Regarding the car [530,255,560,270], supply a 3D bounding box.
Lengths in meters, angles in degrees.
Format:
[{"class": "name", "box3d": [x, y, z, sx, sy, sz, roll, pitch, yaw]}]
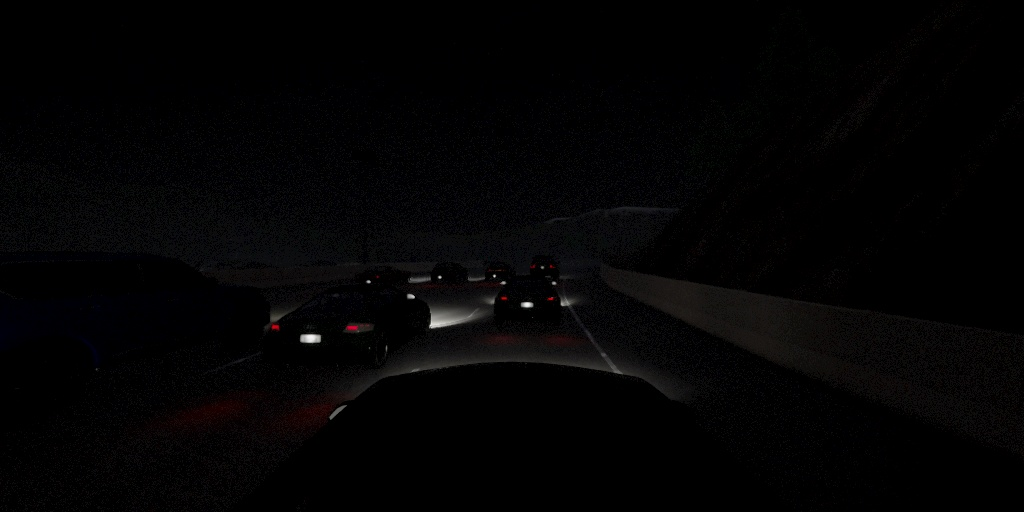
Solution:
[{"class": "car", "box3d": [2.821, 0.975, 30.281, 2.150, 2.045, 5.566, 0, 0, 10]}]

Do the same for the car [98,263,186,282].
[{"class": "car", "box3d": [-29.503, 1.274, 28.852, 1.895, 1.301, 4.718, 0, 0, 8]}]

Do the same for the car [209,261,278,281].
[{"class": "car", "box3d": [-22.230, 1.217, 29.973, 1.812, 1.442, 4.674, 0, 0, 9]}]

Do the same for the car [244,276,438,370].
[{"class": "car", "box3d": [-3.180, 1.305, 7.801, 1.994, 1.385, 4.181, 0, 0, 2]}]

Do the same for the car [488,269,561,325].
[{"class": "car", "box3d": [0.548, 1.314, 11.869, 1.994, 1.385, 4.181, 0, 0, 4]}]

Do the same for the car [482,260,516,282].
[{"class": "car", "box3d": [-0.896, 1.249, 29.194, 1.837, 1.490, 4.892, 0, 0, 10]}]

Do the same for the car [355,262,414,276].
[{"class": "car", "box3d": [-8.706, 1.327, 24.697, 1.895, 1.301, 4.718, 0, 0, 8]}]

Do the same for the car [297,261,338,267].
[{"class": "car", "box3d": [-18.150, 1.193, 33.209, 2.128, 1.511, 4.902, 0, 0, 10]}]

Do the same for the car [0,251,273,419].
[{"class": "car", "box3d": [-6.775, 0.954, 6.005, 2.150, 2.045, 5.566, 0, 0, 2]}]

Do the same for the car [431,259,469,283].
[{"class": "car", "box3d": [-4.713, 1.240, 27.583, 1.837, 1.490, 4.892, 0, 0, 9]}]
